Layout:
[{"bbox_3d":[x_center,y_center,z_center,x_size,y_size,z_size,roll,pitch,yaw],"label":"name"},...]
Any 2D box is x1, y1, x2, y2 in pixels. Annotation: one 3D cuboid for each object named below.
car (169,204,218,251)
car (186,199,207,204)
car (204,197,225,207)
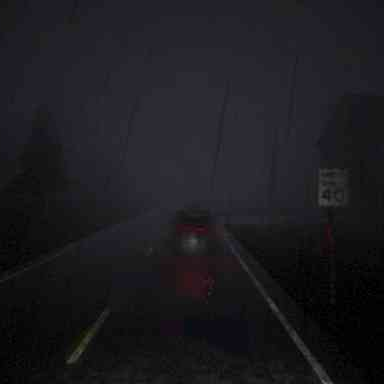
[{"bbox_3d":[0.069,1.507,14.205,1.837,1.490,4.892,0,0,0],"label":"car"},{"bbox_3d":[0.072,1.564,29.689,1.994,1.385,4.181,0,0,0],"label":"car"},{"bbox_3d":[2.722,1.477,51.917,5.008,1.535,1.882,0,-1,-13],"label":"car"}]
